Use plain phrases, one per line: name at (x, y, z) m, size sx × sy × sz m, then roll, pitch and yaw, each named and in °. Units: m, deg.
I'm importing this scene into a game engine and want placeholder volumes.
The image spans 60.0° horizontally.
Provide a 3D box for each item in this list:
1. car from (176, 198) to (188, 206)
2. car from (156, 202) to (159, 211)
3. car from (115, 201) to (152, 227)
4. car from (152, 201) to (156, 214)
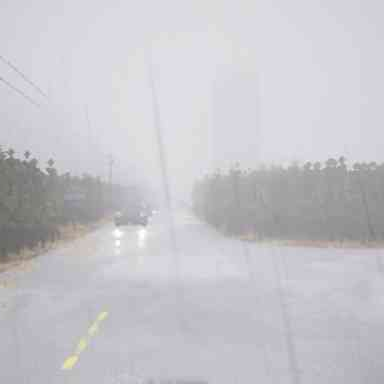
car at (-1.816, 1.978, 65.073) m, size 1.812 × 1.442 × 4.674 m, roll 0°, pitch 0°, yaw 4°
car at (-5.744, 1.886, 46.410) m, size 1.994 × 1.385 × 4.181 m, roll 0°, pitch 0°, yaw -1°
car at (-4.269, 1.520, 24.216) m, size 2.097 × 1.767 × 4.553 m, roll 0°, pitch 0°, yaw -4°
car at (-5.060, 1.801, 34.114) m, size 1.994 × 1.385 × 4.181 m, roll 0°, pitch 0°, yaw -4°
